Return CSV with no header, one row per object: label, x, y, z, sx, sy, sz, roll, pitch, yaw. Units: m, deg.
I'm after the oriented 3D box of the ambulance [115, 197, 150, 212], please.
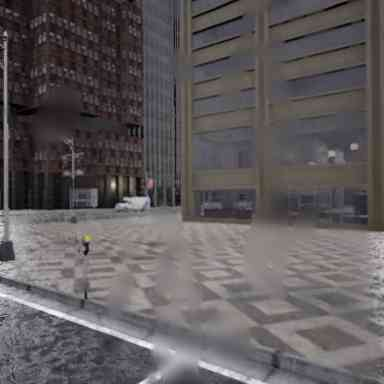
ambulance,-9.770,2.057,54.980,2.351,2.431,6.366,-1,-1,35
